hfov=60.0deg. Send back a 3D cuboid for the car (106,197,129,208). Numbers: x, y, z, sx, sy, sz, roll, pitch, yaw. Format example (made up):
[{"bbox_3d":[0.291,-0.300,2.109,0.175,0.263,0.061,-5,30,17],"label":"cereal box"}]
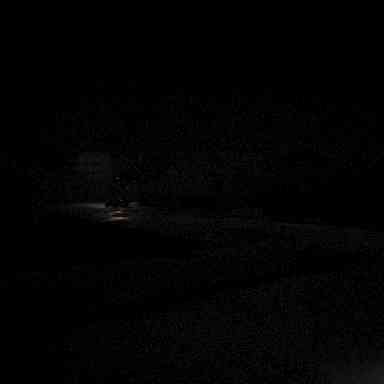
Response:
[{"bbox_3d":[-10.729,1.520,47.444,2.128,1.511,4.902,0,0,-36],"label":"car"}]
